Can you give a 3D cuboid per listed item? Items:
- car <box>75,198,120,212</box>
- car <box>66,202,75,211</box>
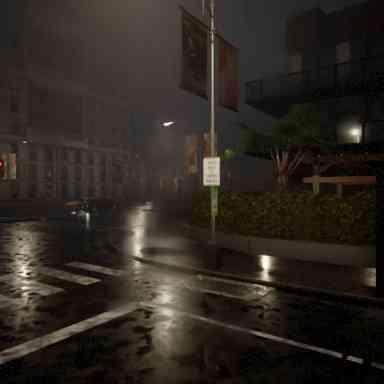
[{"bbox_3d":[-10.581,1.505,38.361,1.837,1.490,4.892,0,0,36],"label":"car"},{"bbox_3d":[-13.077,1.478,40.905,1.882,1.535,5.008,0,0,35],"label":"car"}]
